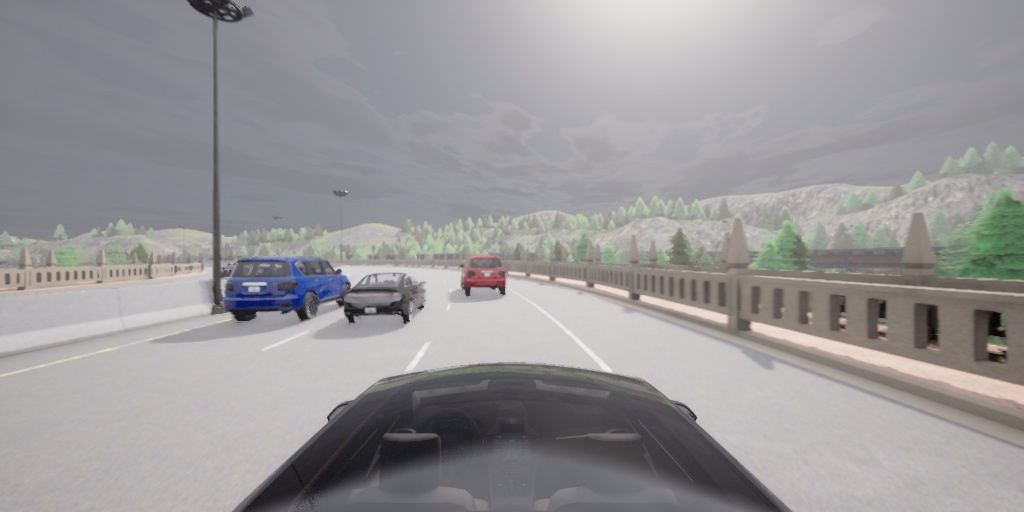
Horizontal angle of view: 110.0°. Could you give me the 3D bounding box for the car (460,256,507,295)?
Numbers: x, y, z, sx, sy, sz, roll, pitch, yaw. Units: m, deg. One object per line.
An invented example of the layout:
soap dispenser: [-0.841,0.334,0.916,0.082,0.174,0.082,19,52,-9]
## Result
car: [-1.710,1.030,20.420,2.150,2.045,5.566,0,0,-11]

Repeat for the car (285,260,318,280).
car: [-20.706,1.335,35.444,2.097,1.767,4.553,0,0,-22]

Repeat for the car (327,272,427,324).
car: [-4.120,1.298,12.289,2.128,1.511,4.902,0,0,-5]

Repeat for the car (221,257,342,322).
car: [-7.670,1.055,12.920,2.150,2.045,5.566,0,0,-6]
